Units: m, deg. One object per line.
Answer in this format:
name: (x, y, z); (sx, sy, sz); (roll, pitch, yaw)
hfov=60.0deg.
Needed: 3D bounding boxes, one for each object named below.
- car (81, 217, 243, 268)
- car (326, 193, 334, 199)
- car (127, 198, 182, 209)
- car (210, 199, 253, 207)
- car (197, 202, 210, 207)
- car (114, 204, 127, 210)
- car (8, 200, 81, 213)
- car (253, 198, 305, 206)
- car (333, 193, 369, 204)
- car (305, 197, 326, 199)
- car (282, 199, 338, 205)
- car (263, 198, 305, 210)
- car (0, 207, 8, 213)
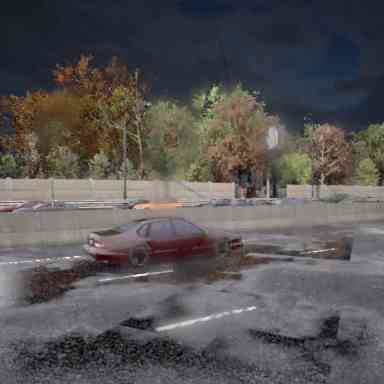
car: (-0.858, 1.546, 11.217); (5.357, 1.411, 2.033); (0, 0, -30)
car: (20.919, 1.227, 48.582); (5.566, 2.045, 2.150); (0, 0, -30)
car: (-3.192, 1.351, 30.371); (4.553, 1.767, 2.097); (0, 0, -30)
car: (4.991, 1.547, 35.177); (5.357, 1.411, 2.033); (0, 0, -31)
car: (3.128, 1.547, 38.148); (5.357, 1.411, 2.033); (0, 0, -30)
car: (-5.301, 1.504, 33.188); (4.892, 1.490, 1.837); (0, 0, -30)
car: (-11.169, 1.492, 25.687); (4.902, 1.511, 2.128); (0, 0, -30)
car: (8.783, 1.525, 33.330); (4.674, 1.442, 1.812); (0, 0, -31)
car: (21.899, 1.356, 45.103); (4.553, 1.767, 2.097); (0, 0, -30)
car: (13.388, 1.492, 40.107); (4.902, 1.511, 2.128); (0, 0, -30)
car: (10.856, 1.600, 30.506); (4.718, 1.301, 1.895); (0, 0, -30)
car: (12.001, 1.548, 43.350); (5.357, 1.411, 2.033); (0, 0, -30)
car: (-13.666, 1.478, 28.282); (5.008, 1.535, 1.882); (0, 0, -30)
